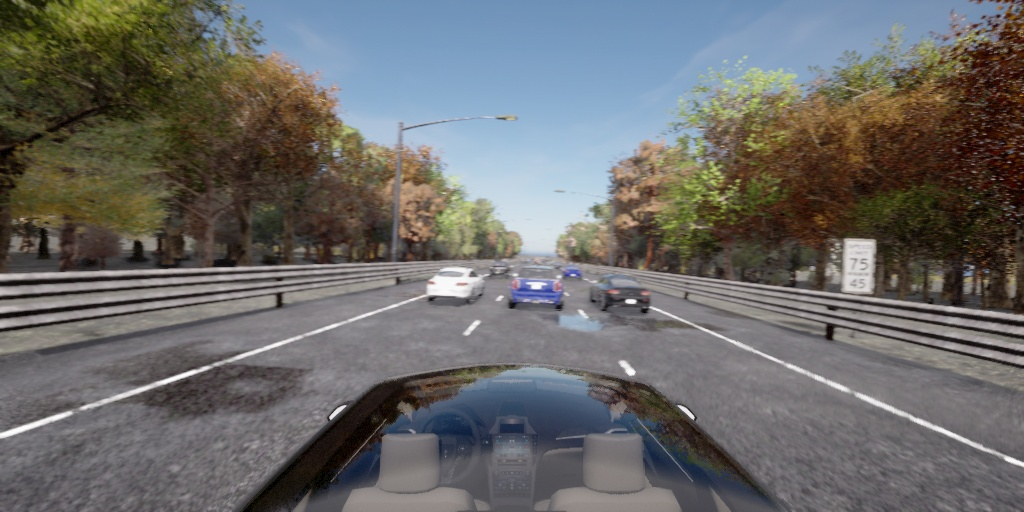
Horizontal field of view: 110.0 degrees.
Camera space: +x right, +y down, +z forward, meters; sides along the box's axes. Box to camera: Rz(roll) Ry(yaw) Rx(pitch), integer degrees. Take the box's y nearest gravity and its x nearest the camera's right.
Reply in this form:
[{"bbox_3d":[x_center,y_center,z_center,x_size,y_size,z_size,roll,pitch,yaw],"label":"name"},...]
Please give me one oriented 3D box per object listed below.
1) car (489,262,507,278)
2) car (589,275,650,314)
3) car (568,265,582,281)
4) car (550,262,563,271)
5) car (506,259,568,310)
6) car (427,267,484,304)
[{"bbox_3d":[-1.095,1.315,35.054,2.128,1.511,4.902,3,0,4],"label":"car"},{"bbox_3d":[4.560,1.530,15.539,1.812,1.442,4.674,3,0,4],"label":"car"},{"bbox_3d":[6.017,1.666,36.556,1.812,1.442,4.674,3,0,4],"label":"car"},{"bbox_3d":[7.955,1.857,64.484,2.033,1.411,5.357,3,0,4],"label":"car"},{"bbox_3d":[1.073,1.203,15.689,2.097,1.767,4.553,2,0,4],"label":"car"},{"bbox_3d":[-2.415,1.225,16.026,1.812,1.442,4.674,3,0,4],"label":"car"}]
